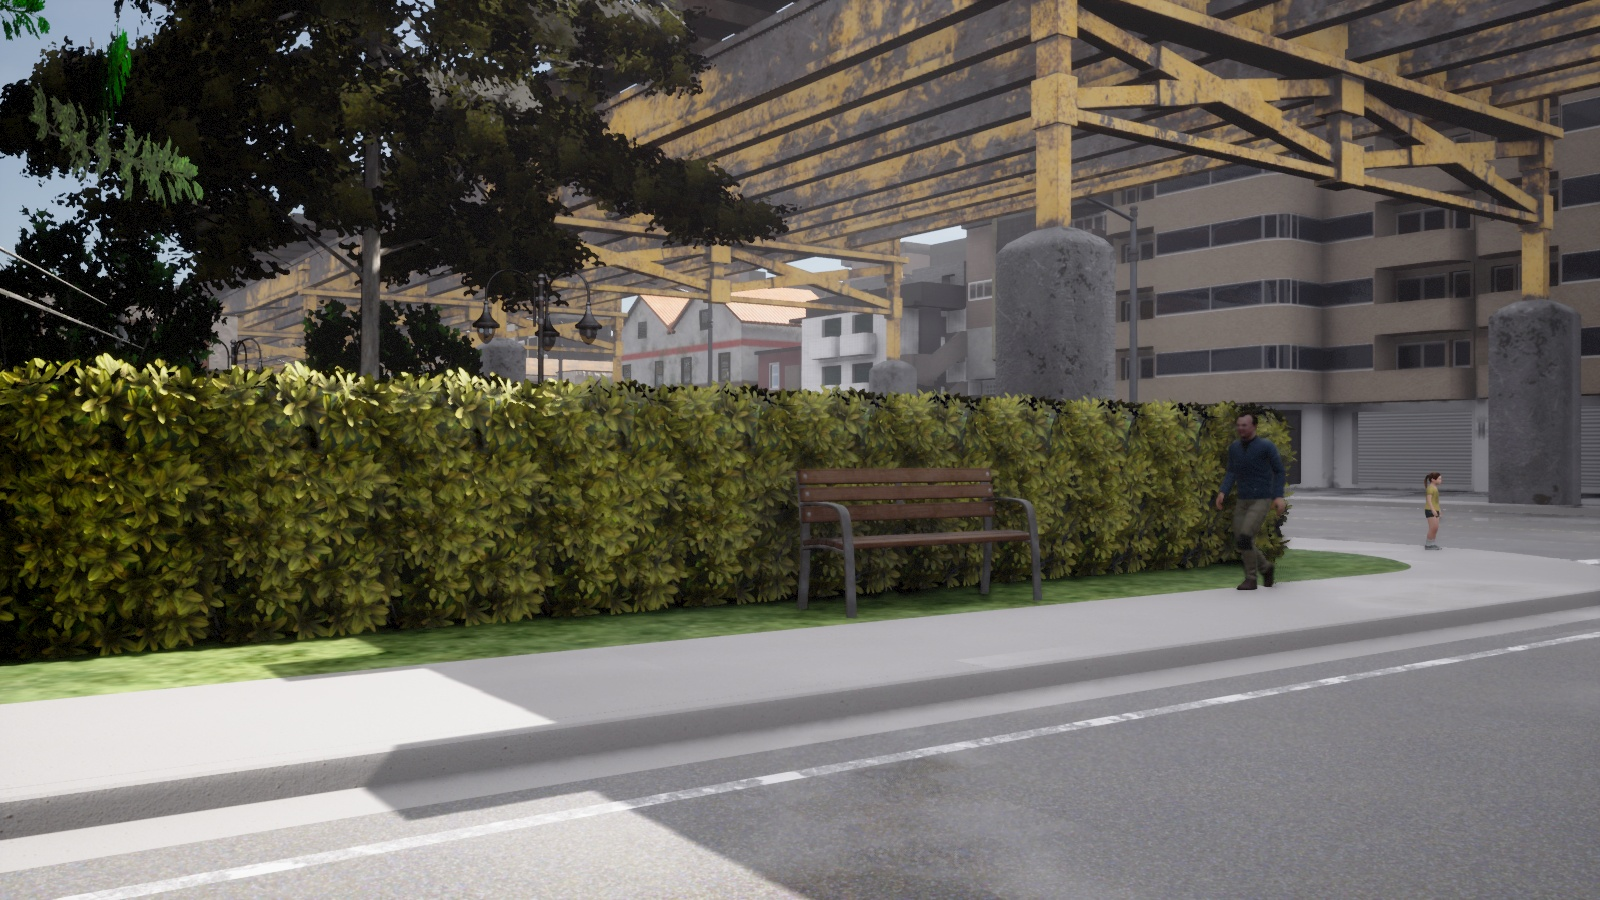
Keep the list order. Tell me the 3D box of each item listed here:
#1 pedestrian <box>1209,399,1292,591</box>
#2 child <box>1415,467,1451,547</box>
[{"bbox_3d":[4.447,0.430,12.392,0.726,1.842,0.402,0,0,-31],"label":"pedestrian"},{"bbox_3d":[8.915,0.800,17.683,0.394,1.110,0.255,0,0,45],"label":"child"}]
